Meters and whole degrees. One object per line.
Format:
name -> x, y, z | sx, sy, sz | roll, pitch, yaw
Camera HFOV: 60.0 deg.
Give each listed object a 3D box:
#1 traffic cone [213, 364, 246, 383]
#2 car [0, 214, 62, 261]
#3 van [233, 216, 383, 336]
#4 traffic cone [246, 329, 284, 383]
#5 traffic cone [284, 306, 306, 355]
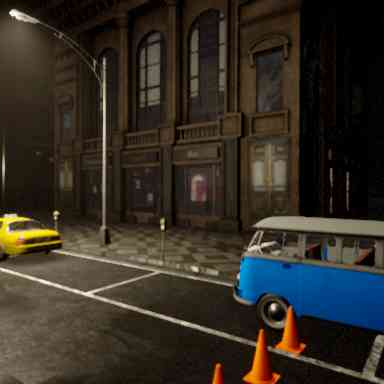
traffic cone -> 0.255, 1.948, 3.181 | 0.340, 0.580, 0.340 | 0, 0, 36
car -> -6.602, 1.470, 11.886 | 4.829, 1.417, 1.752 | 0, 0, 36
van -> 2.644, 1.337, 5.203 | 3.998, 1.788, 1.690 | 0, 0, 36
traffic cone -> 0.841, 1.948, 3.991 | 0.340, 0.580, 0.340 | 0, 0, 36
traffic cone -> 1.427, 1.948, 4.802 | 0.340, 0.580, 0.340 | 0, 0, 36
